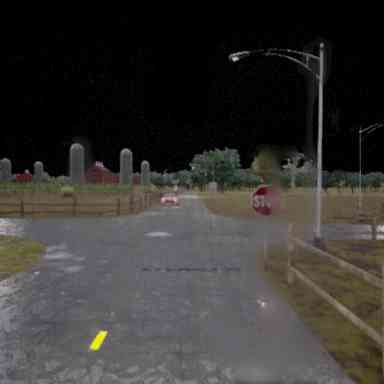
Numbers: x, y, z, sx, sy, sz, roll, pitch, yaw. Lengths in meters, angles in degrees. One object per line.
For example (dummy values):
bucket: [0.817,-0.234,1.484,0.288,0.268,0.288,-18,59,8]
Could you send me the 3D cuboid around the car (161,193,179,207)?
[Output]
car: [-2.822,0.883,42.904,2.097,1.767,4.553,0,0,0]
